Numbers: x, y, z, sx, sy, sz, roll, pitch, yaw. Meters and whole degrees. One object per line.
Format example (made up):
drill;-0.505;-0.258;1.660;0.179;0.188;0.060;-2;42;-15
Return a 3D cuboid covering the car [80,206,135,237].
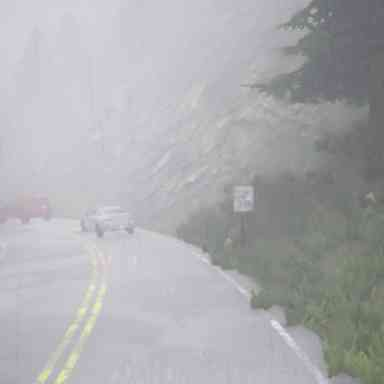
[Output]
car;-4.606;1.485;17.915;1.812;1.442;4.674;-3;1;-32

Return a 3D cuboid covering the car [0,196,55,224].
car;-13.539;1.407;26.966;5.566;2.045;2.150;-2;3;33
